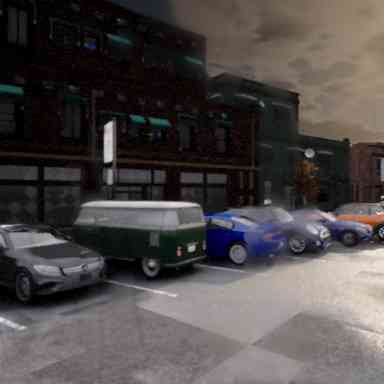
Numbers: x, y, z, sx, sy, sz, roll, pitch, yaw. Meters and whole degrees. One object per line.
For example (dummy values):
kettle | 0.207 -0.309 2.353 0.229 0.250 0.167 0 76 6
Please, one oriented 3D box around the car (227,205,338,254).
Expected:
car | 3.169 1.369 13.491 4.553 1.767 2.185 -1 -1 34

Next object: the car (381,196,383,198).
car | 15.430 1.265 22.188 5.566 2.045 2.435 -1 -1 34

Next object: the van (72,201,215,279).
van | -1.792 1.265 10.028 4.442 1.987 1.878 -1 -1 34

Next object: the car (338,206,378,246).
car | 5.634 1.538 15.215 4.674 1.452 2.002 -1 -1 34

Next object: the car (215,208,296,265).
car | 0.752 1.492 11.707 5.008 1.535 2.097 -1 -1 34

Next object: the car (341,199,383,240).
car | 8.100 1.375 16.939 4.553 1.767 2.185 -1 -1 34

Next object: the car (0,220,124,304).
car | -4.131 1.527 8.216 4.674 1.452 2.002 -1 -1 34
